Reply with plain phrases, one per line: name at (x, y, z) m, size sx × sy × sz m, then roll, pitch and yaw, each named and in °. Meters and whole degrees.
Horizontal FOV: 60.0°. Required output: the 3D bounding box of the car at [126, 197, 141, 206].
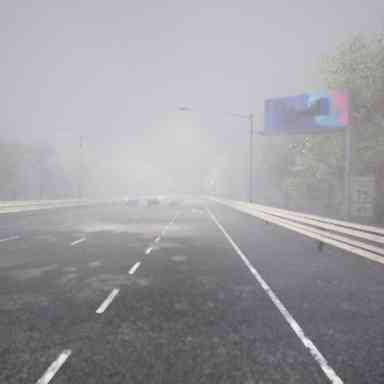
car at (-10.008, 1.640, 57.559) m, size 1.812 × 1.442 × 4.674 m, roll 1°, pitch 0°, yaw 1°

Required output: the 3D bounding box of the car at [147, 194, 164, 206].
car at (-6.510, 1.625, 57.478) m, size 1.882 × 1.535 × 5.008 m, roll 1°, pitch 0°, yaw 1°

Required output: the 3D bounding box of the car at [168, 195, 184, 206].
car at (-3.007, 1.727, 57.344) m, size 2.033 × 1.411 × 5.357 m, roll 1°, pitch 0°, yaw 1°

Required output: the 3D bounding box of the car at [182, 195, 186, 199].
car at (-2.864, 1.820, 73.062) m, size 1.994 × 1.385 × 4.181 m, roll 1°, pitch 0°, yaw 1°
